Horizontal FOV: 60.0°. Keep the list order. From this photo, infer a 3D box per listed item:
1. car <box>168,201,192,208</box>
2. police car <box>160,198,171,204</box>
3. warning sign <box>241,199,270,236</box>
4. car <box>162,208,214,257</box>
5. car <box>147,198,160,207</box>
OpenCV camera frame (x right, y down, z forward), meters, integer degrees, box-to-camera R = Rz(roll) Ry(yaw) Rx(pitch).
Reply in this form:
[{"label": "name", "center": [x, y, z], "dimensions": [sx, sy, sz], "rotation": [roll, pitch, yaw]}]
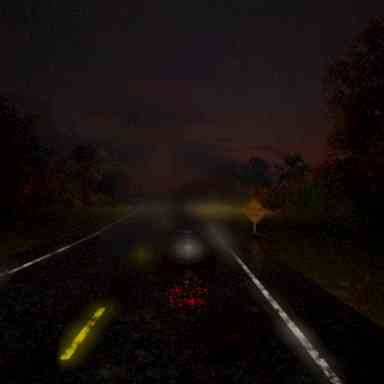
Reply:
[{"label": "car", "center": [-0.800, 1.798, 28.621], "dimensions": [2.128, 1.511, 4.902], "rotation": [0, 0, -3]}, {"label": "police car", "center": [-6.592, 2.295, 87.245], "dimensions": [1.930, 1.638, 5.238], "rotation": [0, -1, -10]}, {"label": "warning sign", "center": [3.267, 1.302, 17.276], "dimensions": [1.300, 1.860, 1.060], "rotation": [0, 0, -2]}, {"label": "car", "center": [-0.161, 1.655, 13.585], "dimensions": [1.837, 1.490, 4.892], "rotation": [0, 0, -1]}, {"label": "car", "center": [-7.815, 2.229, 65.262], "dimensions": [1.994, 1.385, 4.181], "rotation": [0, -1, -7]}]
